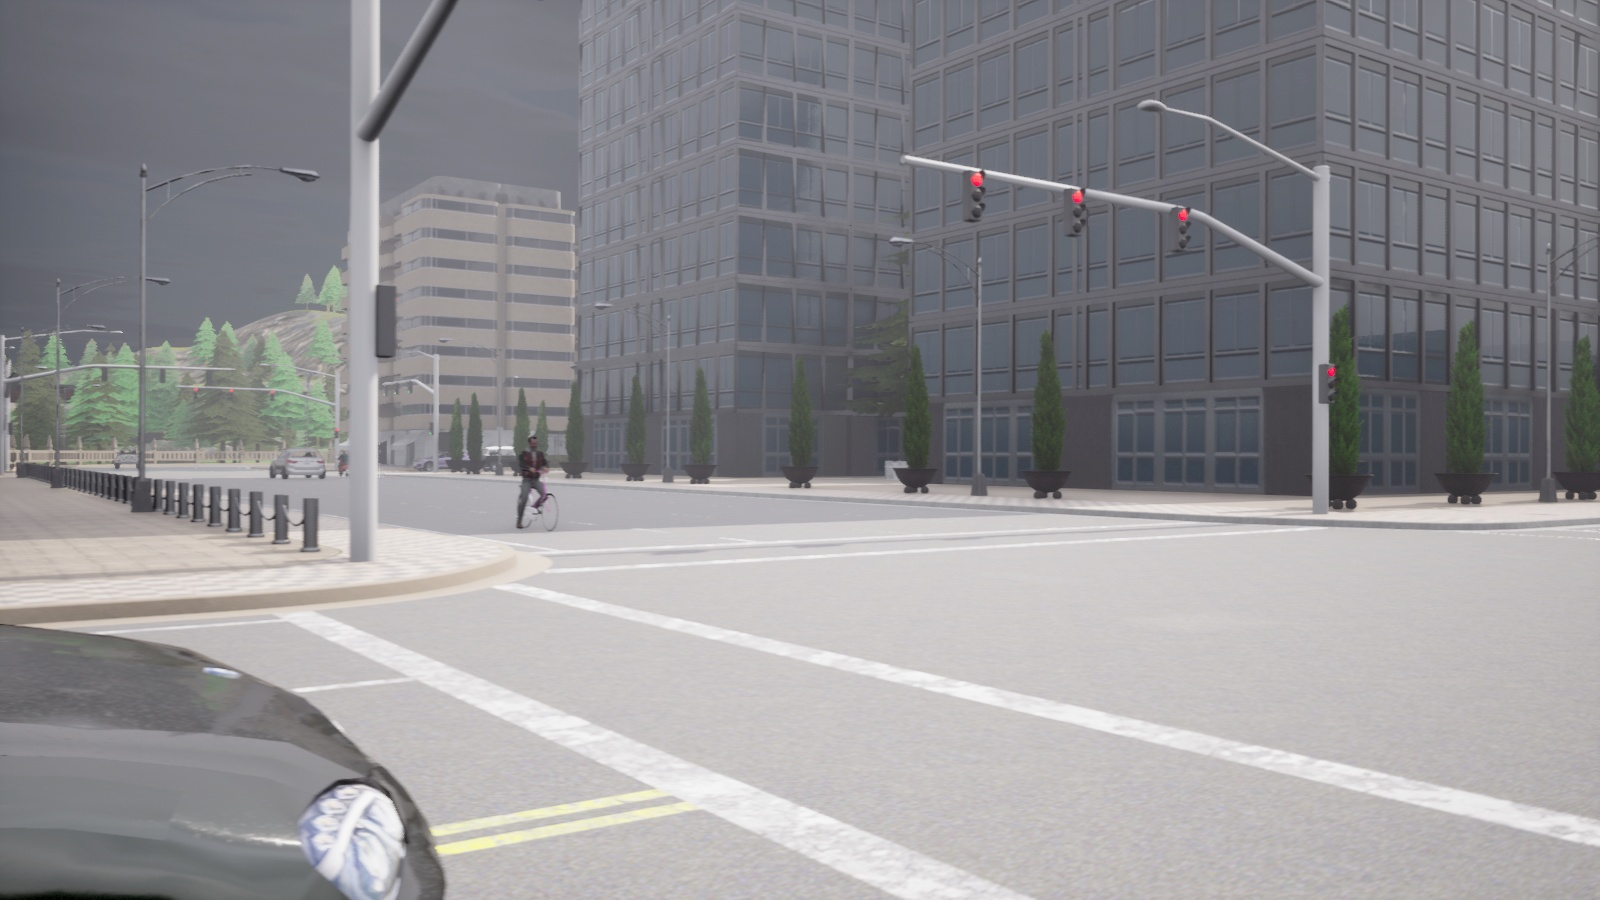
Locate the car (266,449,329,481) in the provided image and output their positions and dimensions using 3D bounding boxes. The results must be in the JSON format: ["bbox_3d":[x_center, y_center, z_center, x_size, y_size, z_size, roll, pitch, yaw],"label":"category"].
[{"bbox_3d":[-27.564,0.787,68.805,2.242,1.667,4.611,0,0,-35],"label":"car"}]

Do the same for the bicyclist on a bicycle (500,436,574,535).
[{"bbox_3d":[-4.905,0.642,23.350,0.659,1.776,1.843,0,0,-35],"label":"bicyclist on a bicycle"}]

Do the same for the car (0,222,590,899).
[{"bbox_3d":[-3.030,0.531,1.551,5.027,1.651,2.152,0,0,-35],"label":"car"}]
